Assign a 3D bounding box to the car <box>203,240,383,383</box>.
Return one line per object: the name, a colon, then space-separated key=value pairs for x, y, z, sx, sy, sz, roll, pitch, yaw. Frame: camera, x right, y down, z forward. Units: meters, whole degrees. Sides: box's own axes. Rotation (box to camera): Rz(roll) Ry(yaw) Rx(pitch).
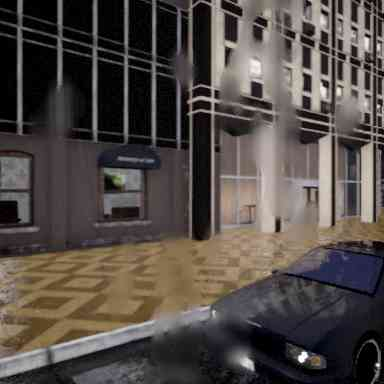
car: x=2.769 y=1.547 z=5.345 sx=5.357 sy=1.411 sz=2.033 roll=0 pitch=0 yaw=-35
